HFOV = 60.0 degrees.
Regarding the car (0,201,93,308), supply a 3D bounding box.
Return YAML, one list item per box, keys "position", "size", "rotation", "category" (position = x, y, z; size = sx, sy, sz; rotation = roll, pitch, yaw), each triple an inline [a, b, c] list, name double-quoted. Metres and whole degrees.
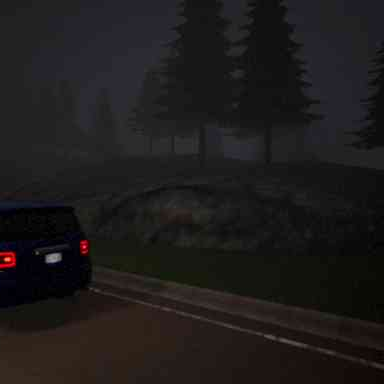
- position: [-4.543, 1.214, 7.232]
  size: [5.566, 2.045, 2.150]
  rotation: [0, 0, 36]
  category: "car"
